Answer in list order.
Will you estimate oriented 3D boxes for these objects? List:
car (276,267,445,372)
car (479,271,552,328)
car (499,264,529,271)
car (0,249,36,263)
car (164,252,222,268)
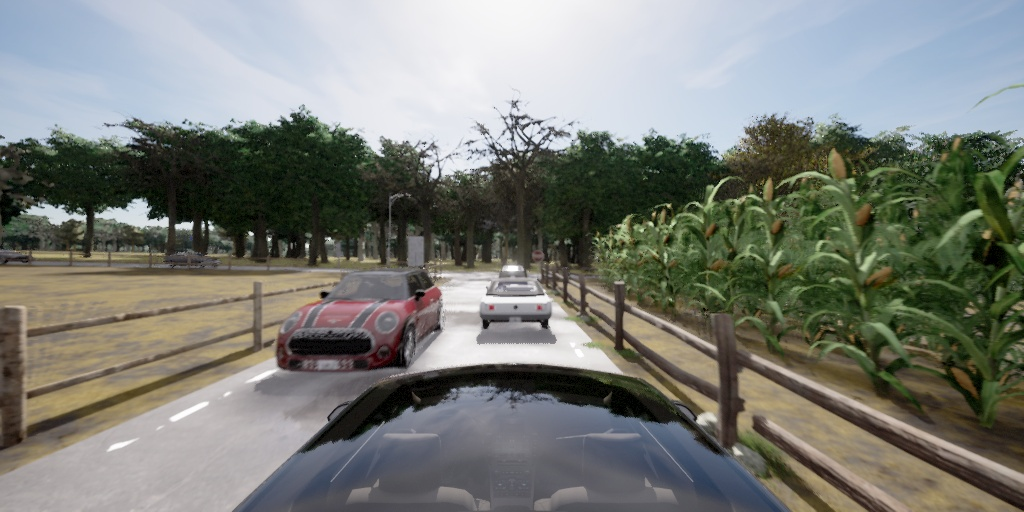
[{"bbox_3d":[-2.852,1.083,7.786,2.097,1.767,4.553,0,0,0],"label":"car"},{"bbox_3d":[0.089,1.321,11.254,1.895,1.301,4.718,0,0,0],"label":"car"},{"bbox_3d":[0.105,1.231,23.652,2.033,1.411,5.357,0,0,1],"label":"car"},{"bbox_3d":[-51.831,0.013,36.229,5.357,1.411,2.033,1,0,0],"label":"car"},{"bbox_3d":[-31.998,0.410,36.109,4.902,1.511,2.128,1,0,0],"label":"car"}]
